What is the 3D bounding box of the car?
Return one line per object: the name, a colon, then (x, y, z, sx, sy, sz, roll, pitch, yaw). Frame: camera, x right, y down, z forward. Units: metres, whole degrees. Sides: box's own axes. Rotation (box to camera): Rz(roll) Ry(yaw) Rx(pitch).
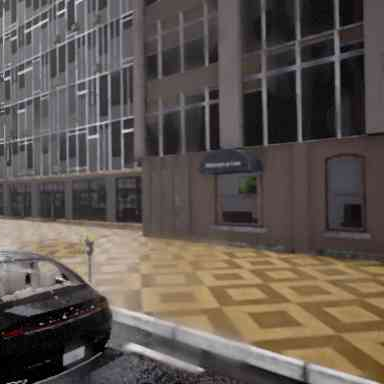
car: (-3.066, 1.566, 4.923, 4.403, 1.369, 2.008, 0, -1, 36)
